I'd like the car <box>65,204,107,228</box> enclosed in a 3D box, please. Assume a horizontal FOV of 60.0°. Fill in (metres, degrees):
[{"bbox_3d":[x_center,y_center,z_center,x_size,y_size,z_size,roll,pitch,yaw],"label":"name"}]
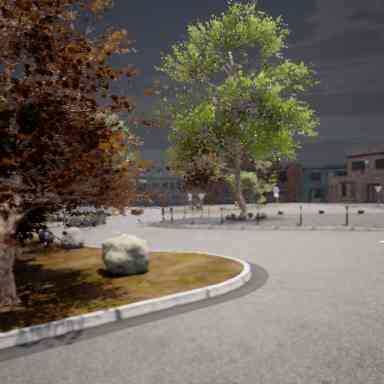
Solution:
[{"bbox_3d":[-8.078,1.723,25.637,2.097,1.767,4.553,-1,-1,-2],"label":"car"}]
